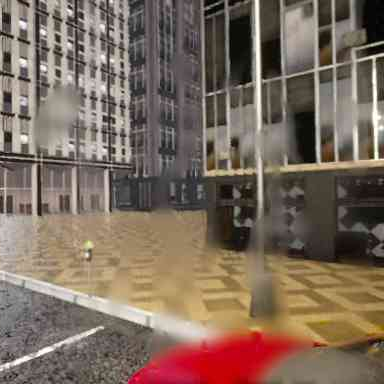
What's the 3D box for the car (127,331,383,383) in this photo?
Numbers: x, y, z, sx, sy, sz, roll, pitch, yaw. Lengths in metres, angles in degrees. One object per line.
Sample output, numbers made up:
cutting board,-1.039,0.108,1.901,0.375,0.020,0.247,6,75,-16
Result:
car,1.507,1.545,1.777,4.507,1.381,1.887,0,-1,36
